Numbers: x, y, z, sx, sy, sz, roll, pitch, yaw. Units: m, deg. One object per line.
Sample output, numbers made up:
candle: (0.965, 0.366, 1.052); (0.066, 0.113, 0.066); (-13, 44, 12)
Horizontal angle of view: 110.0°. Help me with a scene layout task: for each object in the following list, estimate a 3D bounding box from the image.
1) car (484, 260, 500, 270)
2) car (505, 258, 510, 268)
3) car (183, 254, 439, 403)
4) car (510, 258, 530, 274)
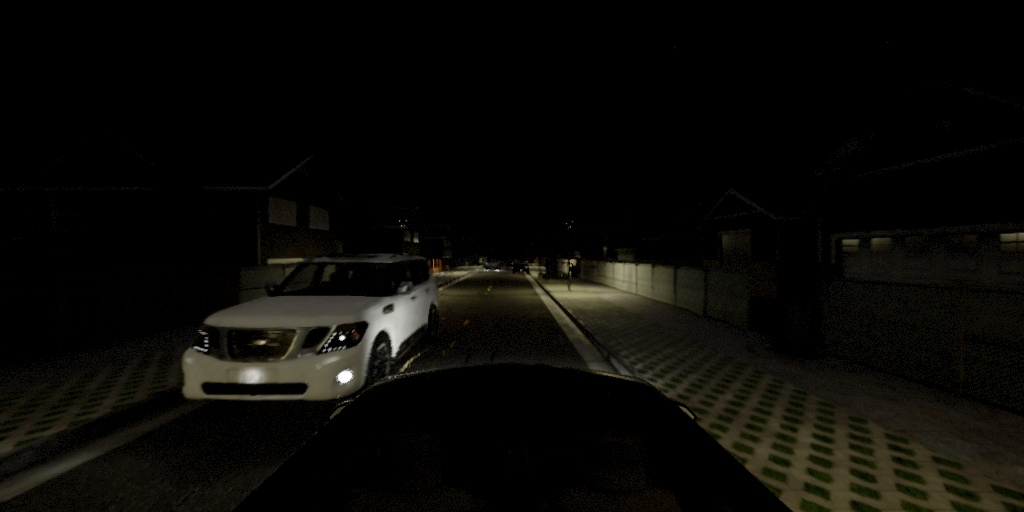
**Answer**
car: (-2.811, 1.235, 51.502); (1.812, 1.442, 4.674); (0, 0, 0)
car: (-0.001, 1.188, 57.660); (2.128, 1.511, 4.902); (0, 0, 0)
car: (-2.851, 0.970, 6.700); (2.150, 2.045, 5.566); (0, 0, 0)
car: (0.956, 1.233, 39.798); (1.837, 1.490, 4.892); (0, 0, 0)
